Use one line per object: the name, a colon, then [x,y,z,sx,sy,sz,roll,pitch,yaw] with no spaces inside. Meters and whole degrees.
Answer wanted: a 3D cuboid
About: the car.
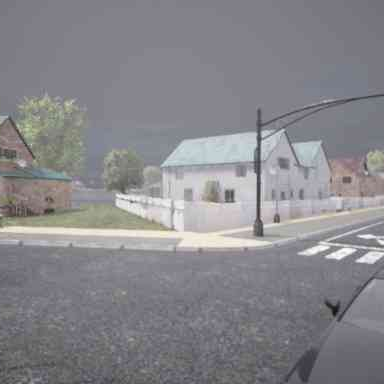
car: [2.567,1.550,3.471,1.812,1.442,4.674,1,2,42]
